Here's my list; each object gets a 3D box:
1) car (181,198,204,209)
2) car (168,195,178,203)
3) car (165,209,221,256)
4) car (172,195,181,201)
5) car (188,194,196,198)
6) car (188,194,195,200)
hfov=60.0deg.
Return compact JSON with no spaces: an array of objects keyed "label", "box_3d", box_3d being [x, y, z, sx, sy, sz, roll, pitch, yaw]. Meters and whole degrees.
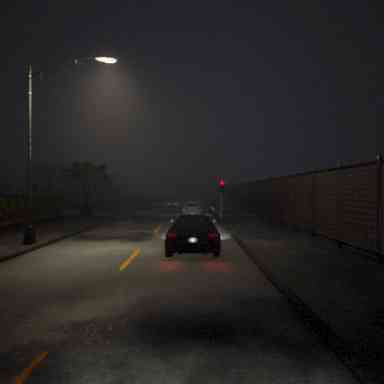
[{"label":"car","box_3d":[0.037,1.524,28.652,1.812,1.442,4.674,0,0,1]},{"label":"car","box_3d":[-4.050,1.497,71.330,1.837,1.490,4.892,0,0,0]},{"label":"car","box_3d":[0.042,1.564,13.059,1.994,1.385,4.181,0,0,0]},{"label":"car","box_3d":[-4.063,1.533,86.972,1.994,1.385,4.181,0,0,0]},{"label":"car","box_3d":[-0.059,1.513,82.997,1.812,1.442,4.674,0,0,0]},{"label":"car","box_3d":[-0.068,1.306,93.001,1.882,1.535,5.008,0,0,0]}]
